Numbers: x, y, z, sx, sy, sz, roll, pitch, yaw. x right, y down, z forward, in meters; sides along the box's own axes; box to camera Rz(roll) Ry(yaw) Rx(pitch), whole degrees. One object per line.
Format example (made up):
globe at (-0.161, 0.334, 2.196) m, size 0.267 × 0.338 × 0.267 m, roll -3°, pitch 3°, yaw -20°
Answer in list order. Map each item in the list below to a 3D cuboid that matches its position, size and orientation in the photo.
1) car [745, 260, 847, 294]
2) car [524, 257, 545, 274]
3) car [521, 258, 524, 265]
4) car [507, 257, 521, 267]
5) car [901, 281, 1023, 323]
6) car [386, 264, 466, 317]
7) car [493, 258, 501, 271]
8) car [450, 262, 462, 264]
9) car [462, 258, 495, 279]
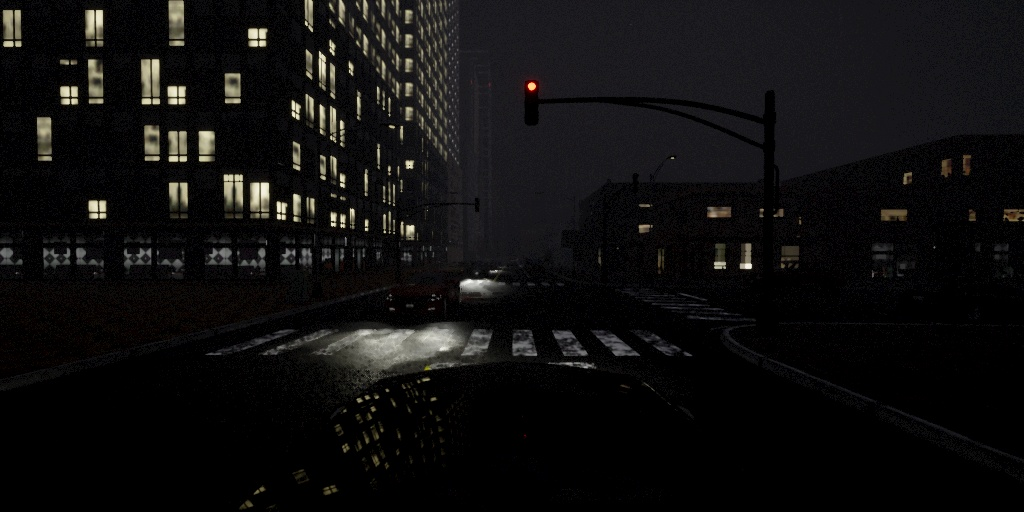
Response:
car at (16.558, 1.166, 21.019) m, size 5.009 × 1.841 × 2.192 m, roll 0°, pitch 0°, yaw 1°
car at (2.774, 1.180, 41.331) m, size 1.967 × 1.591 × 4.097 m, roll 0°, pitch 0°, yaw 0°
car at (2.798, 1.053, 52.619) m, size 2.192 × 1.841 × 5.009 m, roll 0°, pitch 0°, yaw 0°
car at (0.133, 1.301, 63.834) m, size 1.994 × 1.385 × 4.181 m, roll 0°, pitch 0°, yaw 0°
car at (16.434, 1.549, 12.641) m, size 4.313 × 1.339 × 1.948 m, roll 0°, pitch 0°, yaw 1°
car at (-3.077, 1.224, 13.307) m, size 1.882 × 1.535 × 5.008 m, roll 0°, pitch 0°, yaw 0°
car at (-2.991, 1.303, 49.873) m, size 1.994 × 1.385 × 4.181 m, roll 0°, pitch 0°, yaw 0°
car at (-5.757, 1.267, 35.590) m, size 1.751 × 1.417 × 4.829 m, roll 0°, pitch 0°, yaw 0°
car at (-3.033, 1.234, 33.190) m, size 2.128 × 1.511 × 4.902 m, roll 0°, pitch 0°, yaw 0°
